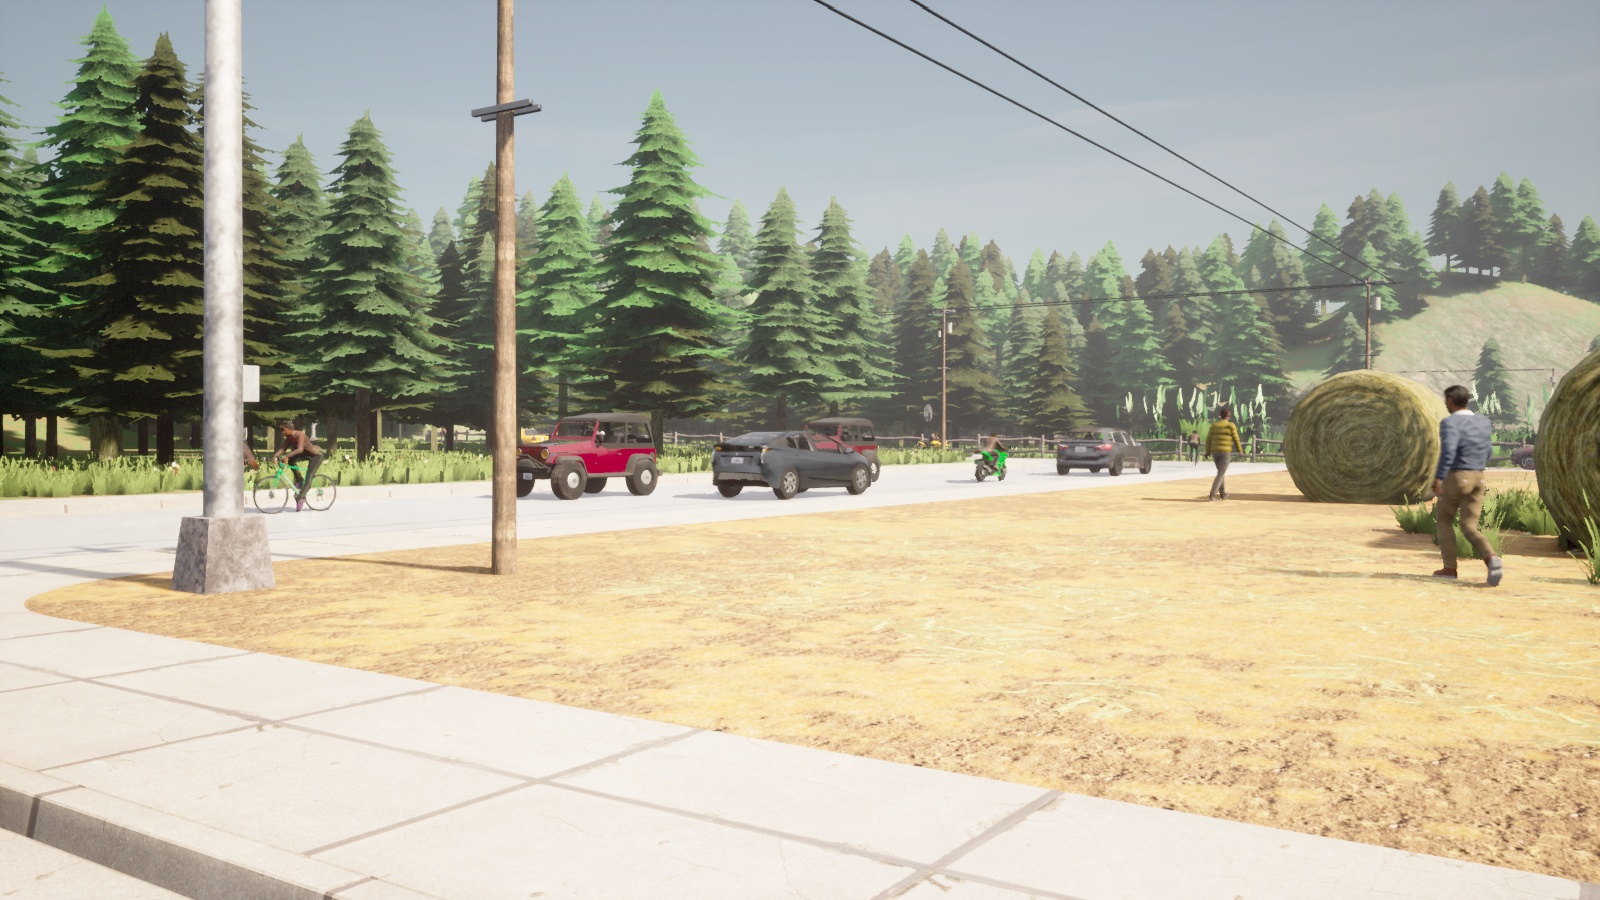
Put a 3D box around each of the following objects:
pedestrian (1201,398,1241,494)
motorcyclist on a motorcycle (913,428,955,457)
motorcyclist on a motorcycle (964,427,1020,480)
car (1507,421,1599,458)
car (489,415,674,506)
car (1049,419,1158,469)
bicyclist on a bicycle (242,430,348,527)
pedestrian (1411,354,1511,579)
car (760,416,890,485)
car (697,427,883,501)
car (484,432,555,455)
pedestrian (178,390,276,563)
[{"bbox_3d":[8.158,-0.081,24.310,0.709,1.840,0.431,-1,1,-41],"label":"pedestrian"},{"bbox_3d":[7.022,-0.400,65.785,2.044,1.523,0.797,0,1,37],"label":"motorcyclist on a motorcycle"},{"bbox_3d":[5.698,0.095,37.218,0.797,1.523,2.044,0,1,35],"label":"motorcyclist on a motorcycle"},{"bbox_3d":[31.698,-0.434,51.315,4.674,1.442,1.812,0,1,37],"label":"car"},{"bbox_3d":[-4.815,0.179,28.155,1.905,1.878,3.866,0,1,35],"label":"car"},{"bbox_3d":[10.845,-0.227,44.675,2.242,1.667,4.611,0,0,35],"label":"car"},{"bbox_3d":[-8.916,0.478,22.216,0.582,1.620,1.656,0,2,35],"label":"bicyclist on a bicycle"},{"bbox_3d":[5.942,0.137,11.321,0.423,1.949,0.788,-1,1,-6],"label":"pedestrian"},{"bbox_3d":[0.781,-0.016,36.258,1.905,1.878,3.866,0,1,35],"label":"car"},{"bbox_3d":[-0.127,0.263,28.784,2.007,1.525,4.514,0,1,35],"label":"car"},{"bbox_3d":[-20.106,-0.477,89.936,5.366,1.575,1.801,0,1,36],"label":"car"},{"bbox_3d":[-6.157,0.272,13.522,0.328,1.805,0.869,0,1,42],"label":"pedestrian"}]
